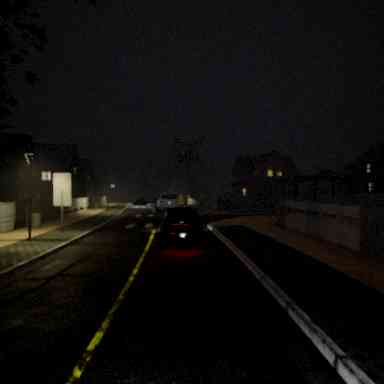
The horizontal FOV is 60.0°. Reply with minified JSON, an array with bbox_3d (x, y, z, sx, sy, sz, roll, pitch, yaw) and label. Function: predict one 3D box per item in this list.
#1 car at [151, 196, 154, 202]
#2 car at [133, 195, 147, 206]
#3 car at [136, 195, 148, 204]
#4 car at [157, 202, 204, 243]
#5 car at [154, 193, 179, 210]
[{"bbox_3d":[-7.740,1.497,71.140,2.033,1.411,5.357,0,0,-6],"label":"car"},{"bbox_3d":[-7.880,1.483,50.789,1.994,1.385,4.181,0,0,-8],"label":"car"},{"bbox_3d":[-9.985,1.449,66.414,2.128,1.511,4.902,0,0,-7],"label":"car"},{"bbox_3d":[-0.511,1.452,15.651,1.837,1.490,4.892,0,0,-3],"label":"car"},{"bbox_3d":[-2.638,1.129,35.893,2.150,2.045,5.566,0,0,-8],"label":"car"}]
